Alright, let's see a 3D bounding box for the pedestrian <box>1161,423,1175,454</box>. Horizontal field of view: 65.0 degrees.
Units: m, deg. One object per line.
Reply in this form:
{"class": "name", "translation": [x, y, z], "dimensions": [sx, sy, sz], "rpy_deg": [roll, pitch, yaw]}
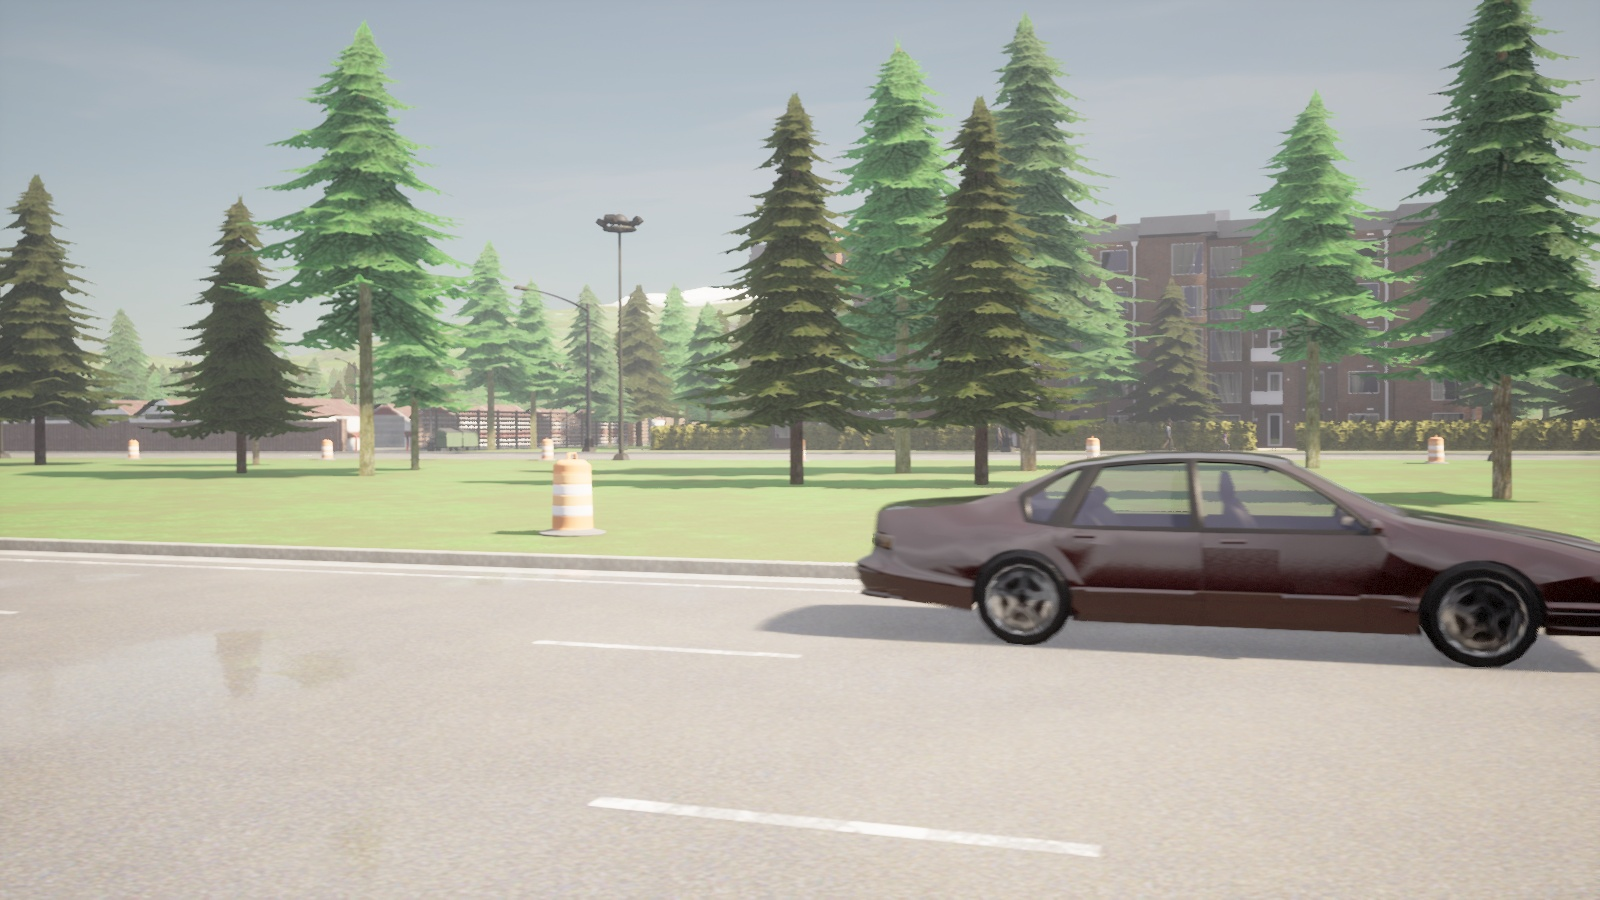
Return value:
{"class": "pedestrian", "translation": [23.217, -0.718, 79.202], "dimensions": [0.788, 1.949, 0.423], "rpy_deg": [0, 1, 19]}

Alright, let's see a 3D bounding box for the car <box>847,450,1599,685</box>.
{"class": "car", "translation": [3.217, 0.735, 9.496], "dimensions": [5.357, 1.411, 2.033], "rpy_deg": [0, 1, 19]}
